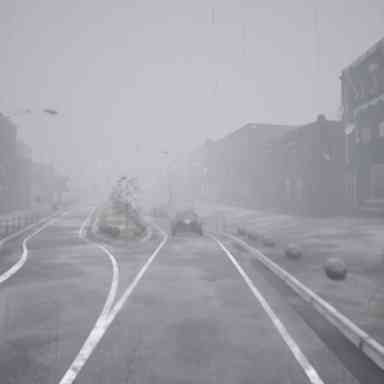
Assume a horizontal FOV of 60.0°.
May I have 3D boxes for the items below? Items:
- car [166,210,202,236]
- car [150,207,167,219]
[{"bbox_3d":[-0.550,2.177,24.108,2.097,1.767,4.553,0,-4,-6],"label":"car"},{"bbox_3d":[-4.067,2.544,41.584,2.033,1.411,5.357,0,1,-14],"label":"car"}]
